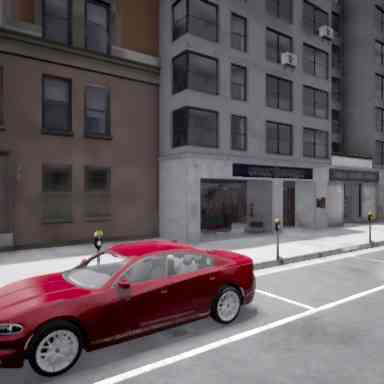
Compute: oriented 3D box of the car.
[{"bbox_3d":[-0.920,1.541,5.532,4.507,1.381,1.887,0,0,-35],"label":"car"}]
